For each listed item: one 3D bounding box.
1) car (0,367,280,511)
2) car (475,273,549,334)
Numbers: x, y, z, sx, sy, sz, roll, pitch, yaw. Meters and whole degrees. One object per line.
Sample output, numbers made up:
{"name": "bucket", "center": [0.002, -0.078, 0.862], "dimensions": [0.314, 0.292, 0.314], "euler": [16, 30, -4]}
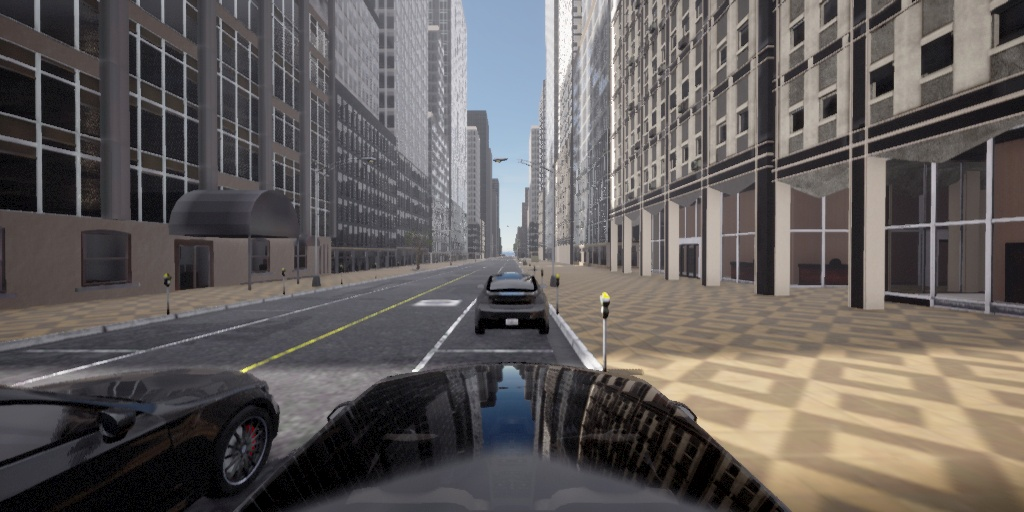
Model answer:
{"name": "car", "center": [-3.146, 1.269, 1.501], "dimensions": [1.812, 1.442, 4.674], "euler": [0, 0, 0]}
{"name": "car", "center": [-0.001, 1.240, 10.501], "dimensions": [1.837, 1.490, 4.892], "euler": [0, 0, 0]}
